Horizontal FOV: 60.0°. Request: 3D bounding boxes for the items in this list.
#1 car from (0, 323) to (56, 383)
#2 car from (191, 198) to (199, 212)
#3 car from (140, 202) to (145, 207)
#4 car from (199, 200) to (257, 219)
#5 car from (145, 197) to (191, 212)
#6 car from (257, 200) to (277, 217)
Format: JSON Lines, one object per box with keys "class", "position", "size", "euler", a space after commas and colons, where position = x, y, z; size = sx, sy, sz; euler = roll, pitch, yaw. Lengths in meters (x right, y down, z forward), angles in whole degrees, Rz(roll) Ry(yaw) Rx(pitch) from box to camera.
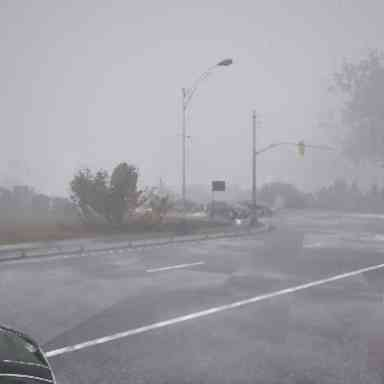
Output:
{"class": "car", "position": [-3.014, 1.350, 1.592], "size": [4.553, 1.767, 2.097], "euler": [0, 0, -36]}
{"class": "car", "position": [-0.046, 1.499, 39.225], "size": [1.837, 1.490, 4.892], "euler": [0, 0, -39]}
{"class": "car", "position": [-6.289, 1.347, 47.022], "size": [2.097, 1.767, 4.553], "euler": [0, 0, -39]}
{"class": "car", "position": [3.125, 1.500, 29.643], "size": [1.837, 1.490, 4.892], "euler": [0, 0, -38]}
{"class": "car", "position": [-2.720, 1.487, 36.965], "size": [2.128, 1.511, 4.902], "euler": [0, 0, -39]}
{"class": "car", "position": [5.844, 1.486, 31.881], "size": [2.128, 1.511, 4.902], "euler": [0, 0, -39]}
